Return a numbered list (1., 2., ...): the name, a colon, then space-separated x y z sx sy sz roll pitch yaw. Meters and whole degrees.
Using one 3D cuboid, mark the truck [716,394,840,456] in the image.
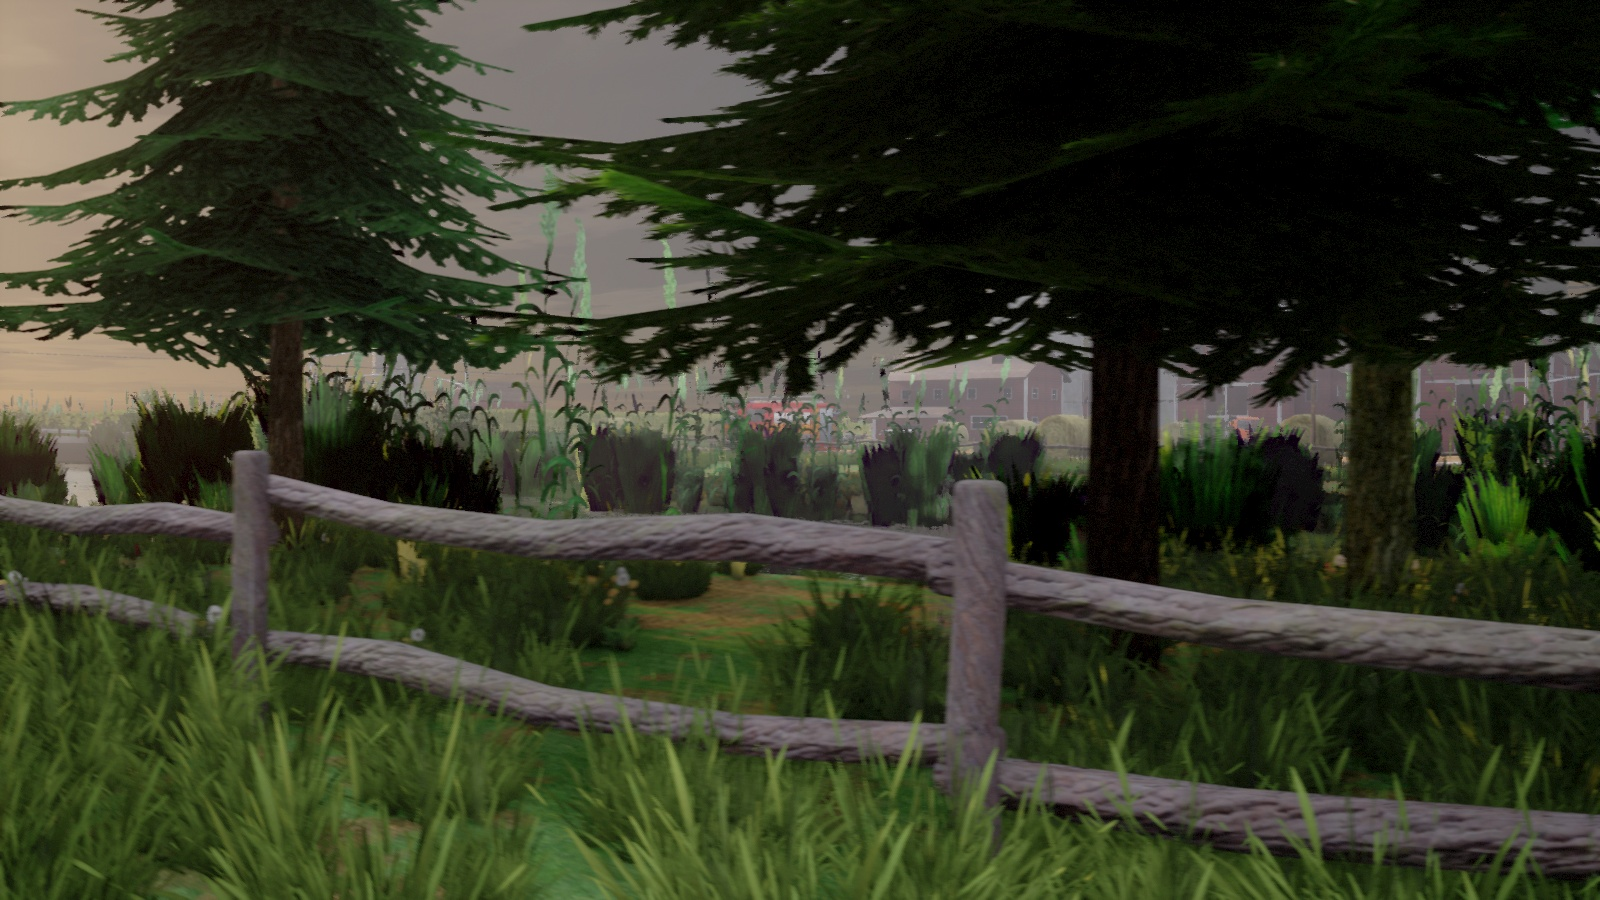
1. truck: -1.536 -1.556 81.580 8.468 3.827 2.891 0 1 44
